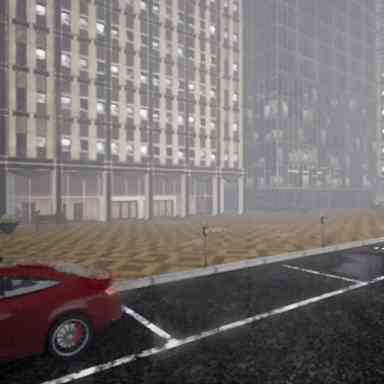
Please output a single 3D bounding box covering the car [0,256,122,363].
[{"bbox_3d":[-3.017,1.593,4.401,4.206,1.307,1.802,0,0,-36],"label":"car"}]
